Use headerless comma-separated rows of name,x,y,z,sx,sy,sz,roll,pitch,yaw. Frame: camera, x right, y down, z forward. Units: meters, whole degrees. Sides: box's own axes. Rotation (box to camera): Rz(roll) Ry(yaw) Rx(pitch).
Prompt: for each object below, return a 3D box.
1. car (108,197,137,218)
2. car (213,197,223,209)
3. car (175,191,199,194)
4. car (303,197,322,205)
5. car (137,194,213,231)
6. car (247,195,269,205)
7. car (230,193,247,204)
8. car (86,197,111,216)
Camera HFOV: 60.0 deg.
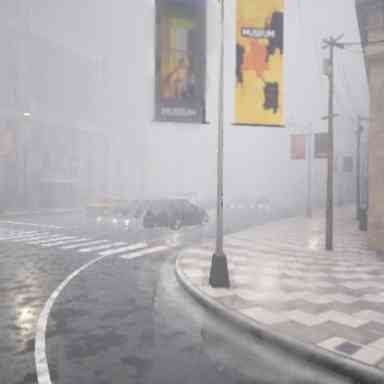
car,-4.215,1.324,28.061,2.033,1.411,5.357,1,0,30
car,2.040,1.292,38.717,1.812,1.442,4.674,1,1,31
car,-0.976,0.947,40.512,2.150,2.045,5.566,1,0,30
car,19.937,1.435,54.727,1.895,1.301,4.718,1,0,35
car,-0.848,1.204,19.698,2.097,1.767,4.553,1,1,30
car,11.066,1.277,53.824,1.812,1.442,4.674,1,0,31
car,8.058,1.063,55.611,2.097,1.767,4.553,1,1,31
car,-7.230,1.213,29.830,1.882,1.535,5.008,1,0,30
